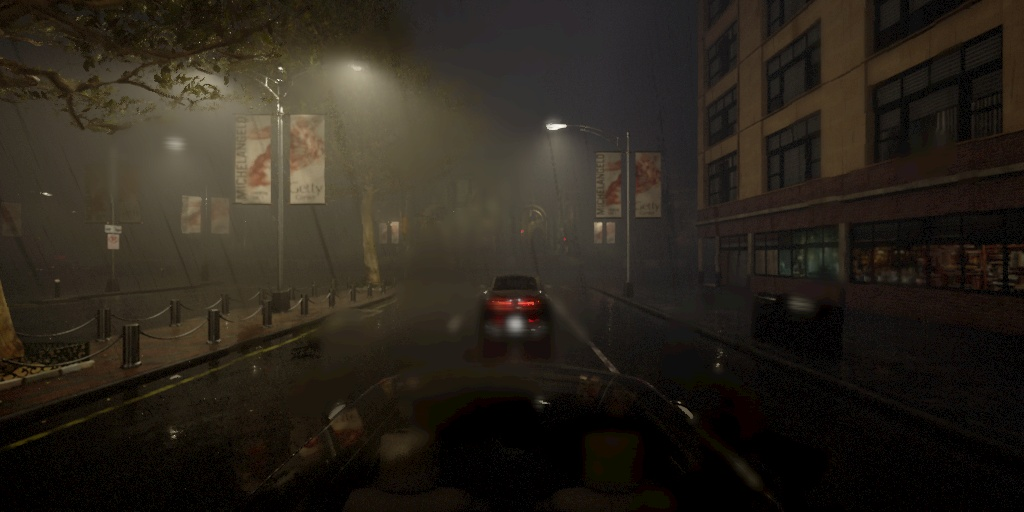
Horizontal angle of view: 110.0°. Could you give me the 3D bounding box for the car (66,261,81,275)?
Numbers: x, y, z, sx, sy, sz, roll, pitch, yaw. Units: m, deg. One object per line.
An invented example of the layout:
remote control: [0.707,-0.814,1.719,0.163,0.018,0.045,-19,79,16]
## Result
car: [-48.136,1.240,38.411,4.902,1.511,2.128,0,0,0]

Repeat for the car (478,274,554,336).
car: [0.126,1.254,10.340,1.837,1.490,4.892,0,0,1]

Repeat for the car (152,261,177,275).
car: [-38.886,1.226,38.376,5.008,1.535,1.882,0,0,0]

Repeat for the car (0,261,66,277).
car: [-47.252,1.253,34.904,4.892,1.490,1.837,0,0,0]

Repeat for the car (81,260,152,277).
car: [-38.392,1.312,34.870,4.181,1.385,1.994,0,0,0]
